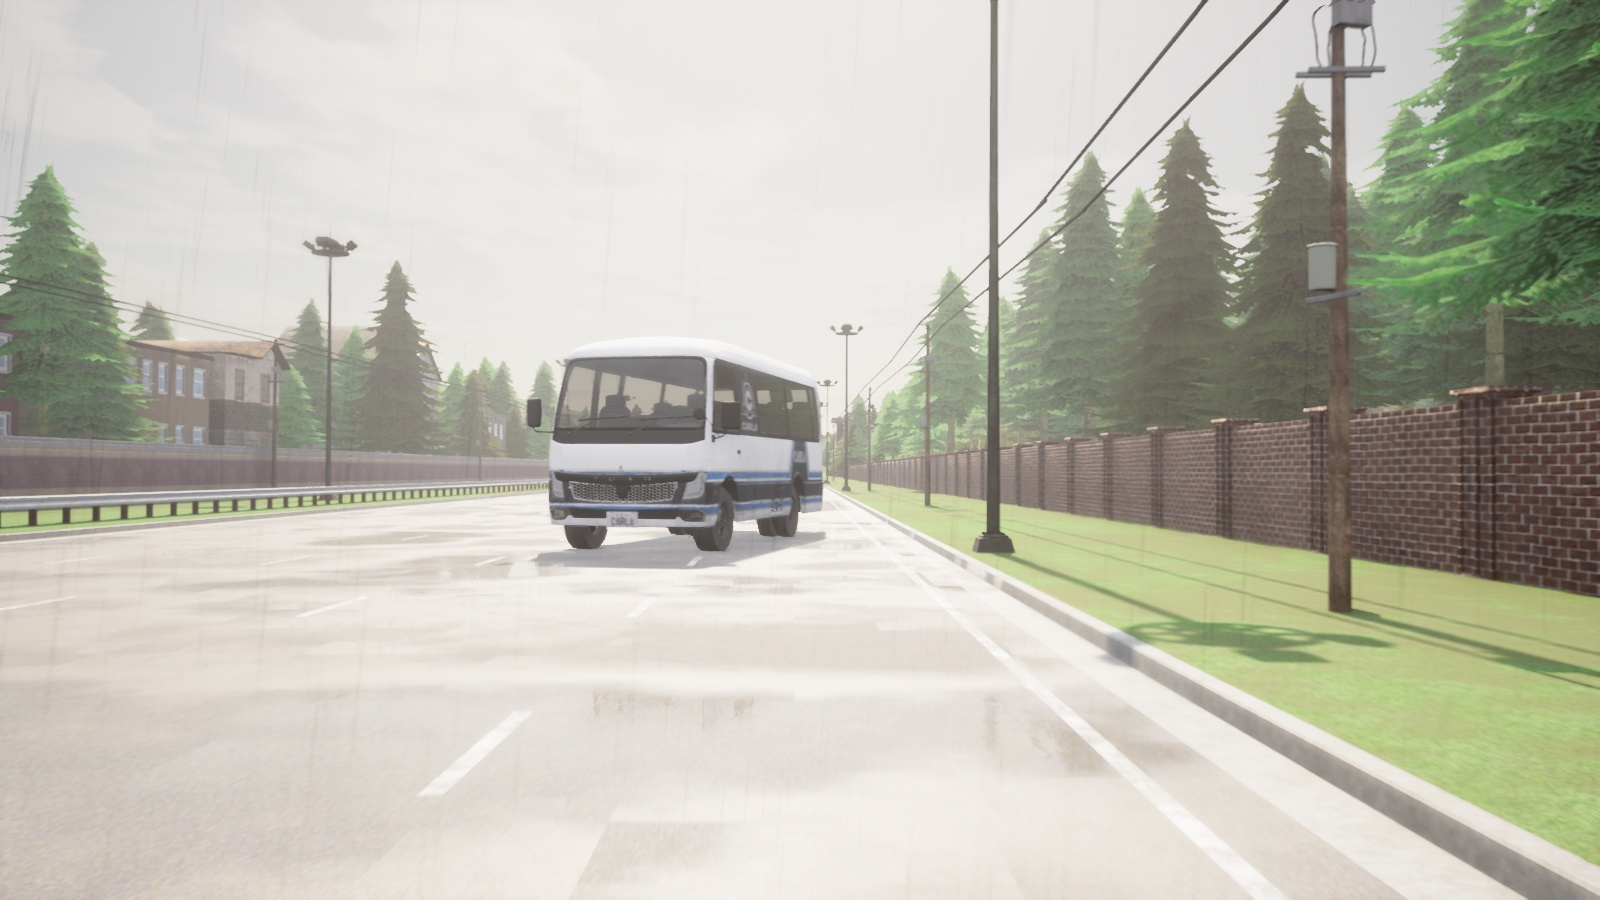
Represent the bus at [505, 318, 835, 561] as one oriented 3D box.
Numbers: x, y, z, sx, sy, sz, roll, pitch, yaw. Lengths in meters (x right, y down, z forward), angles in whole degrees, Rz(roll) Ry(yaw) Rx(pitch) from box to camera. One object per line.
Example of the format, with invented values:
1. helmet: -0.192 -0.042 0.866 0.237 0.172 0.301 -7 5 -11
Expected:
1. bus: -2.241 -0.094 27.406 3.944 4.253 10.273 0 -1 14
